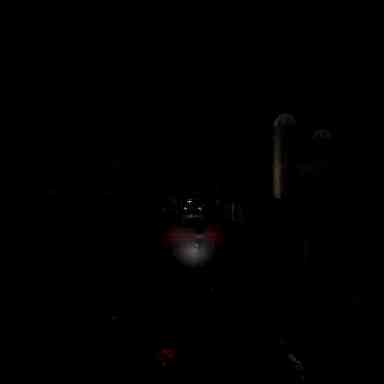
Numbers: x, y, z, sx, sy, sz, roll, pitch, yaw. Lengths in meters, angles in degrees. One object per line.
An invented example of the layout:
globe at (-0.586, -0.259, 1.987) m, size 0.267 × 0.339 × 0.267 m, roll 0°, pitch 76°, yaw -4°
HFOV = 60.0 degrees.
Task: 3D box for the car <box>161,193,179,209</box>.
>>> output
car at (-2.817, 1.136, 43.859) m, size 2.150 × 2.045 × 5.566 m, roll 0°, pitch 0°, yaw 0°

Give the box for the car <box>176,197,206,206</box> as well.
car at (0.065, 1.443, 27.045) m, size 2.128 × 1.511 × 4.902 m, roll 0°, pitch 0°, yaw 0°

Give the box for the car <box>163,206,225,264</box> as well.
car at (0.065, 1.472, 11.740) m, size 2.128 × 1.511 × 4.902 m, roll 0°, pitch 0°, yaw 0°
